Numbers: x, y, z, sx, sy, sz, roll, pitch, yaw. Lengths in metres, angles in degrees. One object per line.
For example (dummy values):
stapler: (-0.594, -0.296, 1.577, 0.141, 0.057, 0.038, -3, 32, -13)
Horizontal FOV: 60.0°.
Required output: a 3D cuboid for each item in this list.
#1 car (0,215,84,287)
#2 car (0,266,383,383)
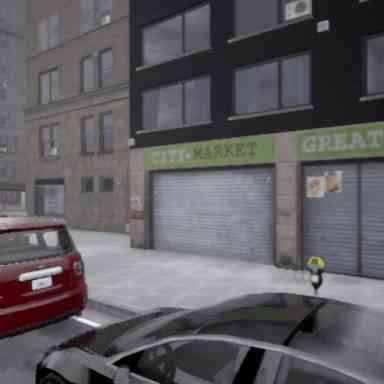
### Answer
car: (-3.984, 1.332, 5.926, 5.009, 1.841, 2.192, 0, 0, 36)
car: (0.512, 1.568, 2.715, 4.313, 1.339, 1.947, 0, 0, 36)
